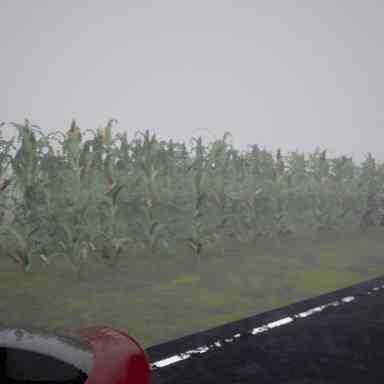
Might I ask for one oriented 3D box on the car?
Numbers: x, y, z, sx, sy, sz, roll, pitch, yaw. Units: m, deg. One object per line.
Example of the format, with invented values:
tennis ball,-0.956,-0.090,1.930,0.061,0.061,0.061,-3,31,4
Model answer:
car,-2.278,1.525,1.437,4.674,1.442,1.812,0,0,-35
